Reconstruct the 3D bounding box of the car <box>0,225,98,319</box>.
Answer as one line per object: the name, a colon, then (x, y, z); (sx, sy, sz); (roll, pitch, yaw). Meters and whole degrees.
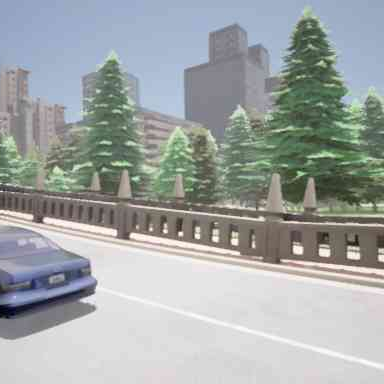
car: (-4.323, 1.435, 7.073); (5.357, 1.411, 2.033); (2, 1, 36)
